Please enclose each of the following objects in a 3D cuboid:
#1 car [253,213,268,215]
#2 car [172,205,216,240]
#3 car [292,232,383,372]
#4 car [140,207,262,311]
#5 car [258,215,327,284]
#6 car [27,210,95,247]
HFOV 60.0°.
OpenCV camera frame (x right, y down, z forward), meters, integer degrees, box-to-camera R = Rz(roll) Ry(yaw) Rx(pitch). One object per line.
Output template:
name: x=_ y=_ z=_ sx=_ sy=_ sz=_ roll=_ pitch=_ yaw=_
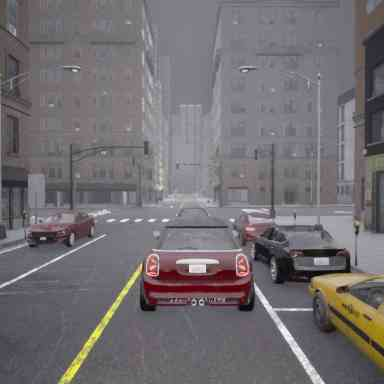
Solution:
car: x=2.841 y=1.577 z=14.987 sx=1.802 sy=1.307 sz=4.206 roll=-1 pitch=0 yaw=0
car: x=0.066 y=1.542 z=18.144 sx=2.033 sy=1.411 sz=5.357 roll=0 pitch=0 yaw=0
car: x=2.859 y=1.524 z=3.985 sx=1.752 sy=1.417 sz=4.829 roll=-1 pitch=0 yaw=0
car: x=0.087 y=1.350 z=7.906 sx=2.097 sy=1.767 sz=4.553 roll=0 pitch=0 yaw=0
car: x=2.850 y=1.563 z=9.401 sx=1.947 sy=1.339 sz=4.313 roll=-1 pitch=0 yaw=0
car: x=-5.705 y=1.540 z=14.969 sx=1.887 sy=1.381 sz=4.507 roll=-1 pitch=0 yaw=0
